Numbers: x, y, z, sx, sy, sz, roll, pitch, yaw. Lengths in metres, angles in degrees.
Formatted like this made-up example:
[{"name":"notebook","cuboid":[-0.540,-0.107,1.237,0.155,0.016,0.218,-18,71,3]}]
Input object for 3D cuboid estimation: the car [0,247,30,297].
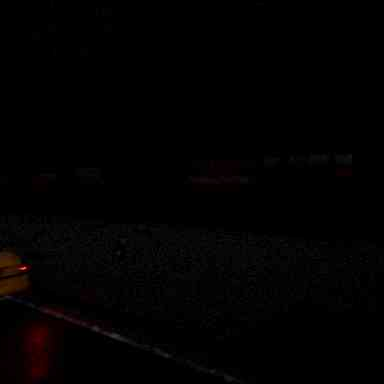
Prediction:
[{"name":"car","cuboid":[-5.681,1.458,7.341,5.366,1.575,1.801,0,0,36]}]
